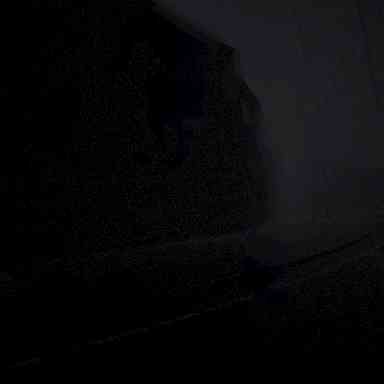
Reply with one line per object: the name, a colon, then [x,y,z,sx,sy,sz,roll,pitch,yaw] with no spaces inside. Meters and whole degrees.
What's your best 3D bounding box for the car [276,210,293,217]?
car: [18.752,4.393,67.867,1.994,1.385,4.181,-2,-3,-18]
